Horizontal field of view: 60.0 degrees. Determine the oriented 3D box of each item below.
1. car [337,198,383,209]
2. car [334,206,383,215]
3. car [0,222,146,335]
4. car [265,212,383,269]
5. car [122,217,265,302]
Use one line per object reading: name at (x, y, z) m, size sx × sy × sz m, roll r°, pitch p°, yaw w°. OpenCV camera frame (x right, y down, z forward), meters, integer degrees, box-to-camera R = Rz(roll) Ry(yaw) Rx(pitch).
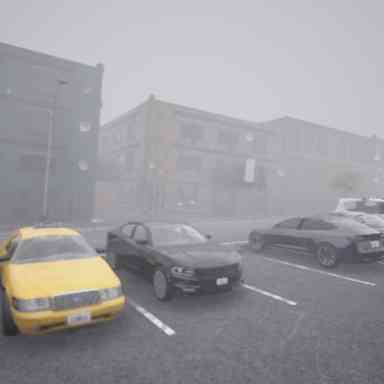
car at (8.883, 1.310, 14.461) m, size 2.435 × 2.045 × 5.566 m, roll 1°, pitch 0°, yaw -31°
car at (6.467, 1.536, 13.026) m, size 2.231 × 1.521 × 4.892 m, roll 1°, pitch 0°, yaw -31°
car at (-2.999, 1.445, 7.027) m, size 1.946 × 1.575 × 5.366 m, roll 0°, pitch 0°, yaw -31°
car at (4.066, 1.540, 11.590) m, size 2.163 × 1.488 × 4.792 m, roll 1°, pitch 0°, yaw -31°
car at (-0.708, 1.465, 8.648) m, size 2.097 × 1.535 × 5.008 m, roll 0°, pitch 0°, yaw -31°
